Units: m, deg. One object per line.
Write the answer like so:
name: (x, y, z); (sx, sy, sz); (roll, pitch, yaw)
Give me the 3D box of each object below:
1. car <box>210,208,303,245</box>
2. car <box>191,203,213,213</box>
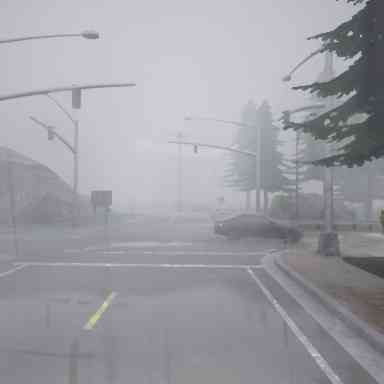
car: (3.413, 1.845, 17.496); (4.674, 1.442, 1.812); (2, -1, 0)
car: (1.564, 2.310, 49.059); (1.994, 1.385, 4.181); (-1, -1, 26)
